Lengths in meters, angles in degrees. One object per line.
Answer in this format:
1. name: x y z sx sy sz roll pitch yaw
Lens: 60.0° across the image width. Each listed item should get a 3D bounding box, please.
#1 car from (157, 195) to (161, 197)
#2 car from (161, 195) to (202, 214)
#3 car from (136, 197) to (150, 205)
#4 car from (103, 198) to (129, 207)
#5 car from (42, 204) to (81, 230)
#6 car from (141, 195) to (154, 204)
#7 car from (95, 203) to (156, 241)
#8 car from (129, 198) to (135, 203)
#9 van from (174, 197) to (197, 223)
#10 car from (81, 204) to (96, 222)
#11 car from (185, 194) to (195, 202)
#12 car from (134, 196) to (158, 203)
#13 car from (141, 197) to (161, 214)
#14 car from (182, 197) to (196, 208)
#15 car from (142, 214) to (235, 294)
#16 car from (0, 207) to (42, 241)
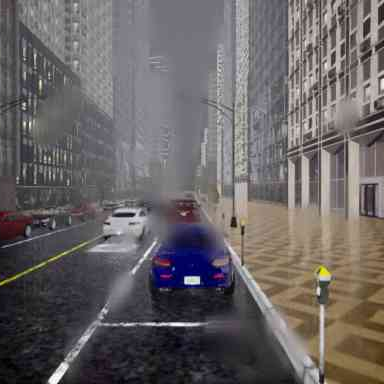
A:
1. car: -8.843 1.508 77.339 1.752 1.417 4.829 -1 0 0
2. car: -0.465 1.311 20.672 2.192 1.841 5.009 -1 0 0
3. car: -8.843 1.569 60.458 1.802 1.307 4.206 -1 0 0
4. car: -8.844 1.544 37.723 2.008 1.369 4.403 -1 0 0
5. car: -8.844 1.547 20.672 2.008 1.369 4.403 -1 0 0
6. car: -8.845 1.426 66.141 1.967 1.590 4.097 -1 0 0
7. car: -3.117 1.522 16.638 1.812 1.442 4.674 0 0 1
8. car: -8.843 1.541 49.090 2.008 1.369 4.403 -1 0 0
9. van: -0.465 1.336 26.356 1.690 1.788 3.998 -1 0 0
10. car: -8.843 1.577 26.356 1.802 1.307 4.206 -1 0 0
11. car: -0.465 1.298 77.509 2.192 1.841 5.009 -1 0 0
12. car: -6.165 1.556 45.361 1.994 1.385 4.181 0 0 1
13. car: -3.123 1.487 31.252 2.128 1.511 4.902 0 0 1
14. car: -0.463 1.541 49.090 2.008 1.369 4.403 -1 0 0
15. car: 0.003 1.524 8.651 1.812 1.442 4.674 0 0 0
16. car: -8.843 1.542 14.989 1.887 1.381 4.507 -1 0 0
